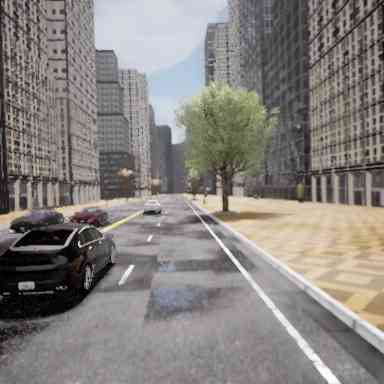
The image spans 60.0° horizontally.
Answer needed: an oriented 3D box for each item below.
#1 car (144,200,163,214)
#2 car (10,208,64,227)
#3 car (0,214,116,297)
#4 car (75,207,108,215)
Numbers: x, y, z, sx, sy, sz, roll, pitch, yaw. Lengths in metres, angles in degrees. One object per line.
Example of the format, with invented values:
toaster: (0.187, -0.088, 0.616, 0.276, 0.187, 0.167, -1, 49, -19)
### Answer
car: (-4.431, 1.667, 38.004, 1.812, 1.442, 4.674, -2, 0, -2)
car: (-10.577, 1.872, 23.233, 2.033, 1.411, 5.357, -2, 0, -2)
car: (-3.352, 1.607, 8.971, 1.837, 1.490, 4.892, -2, 0, -2)
car: (-7.352, 1.791, 24.088, 1.994, 1.385, 4.181, -2, 0, -2)
